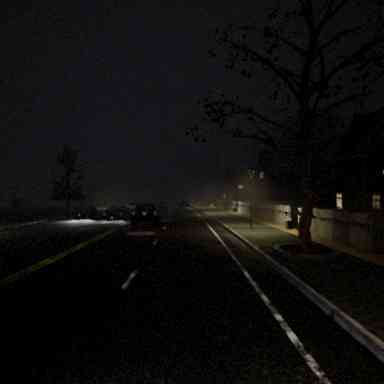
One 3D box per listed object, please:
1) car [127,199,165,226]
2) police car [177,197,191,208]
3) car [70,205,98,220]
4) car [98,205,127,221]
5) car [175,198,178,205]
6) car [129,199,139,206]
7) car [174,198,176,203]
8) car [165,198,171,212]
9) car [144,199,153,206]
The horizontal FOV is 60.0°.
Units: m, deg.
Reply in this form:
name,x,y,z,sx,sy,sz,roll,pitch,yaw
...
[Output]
name,x,y,z,sx,sy,sz,roll,pitch,yaw
car,-3.589,1.675,26.776,2.097,1.767,4.553,0,-1,-2
police car,-1.352,2.227,64.618,1.930,1.638,5.238,0,-1,-4
car,-10.481,1.971,32.760,1.994,1.385,4.181,0,-1,-2
car,-7.203,1.943,32.193,2.033,1.411,5.357,0,-1,-2
car,-2.115,2.411,74.544,1.882,1.535,5.008,0,-1,-5
car,-12.844,2.358,74.131,1.812,1.442,4.674,0,-1,-5
car,-2.633,2.238,80.593,2.150,2.045,5.566,0,-1,-5
car,-4.464,2.083,47.980,2.128,1.511,4.902,0,-1,-3
car,-9.538,2.384,73.577,1.812,1.442,4.674,0,-1,-5
